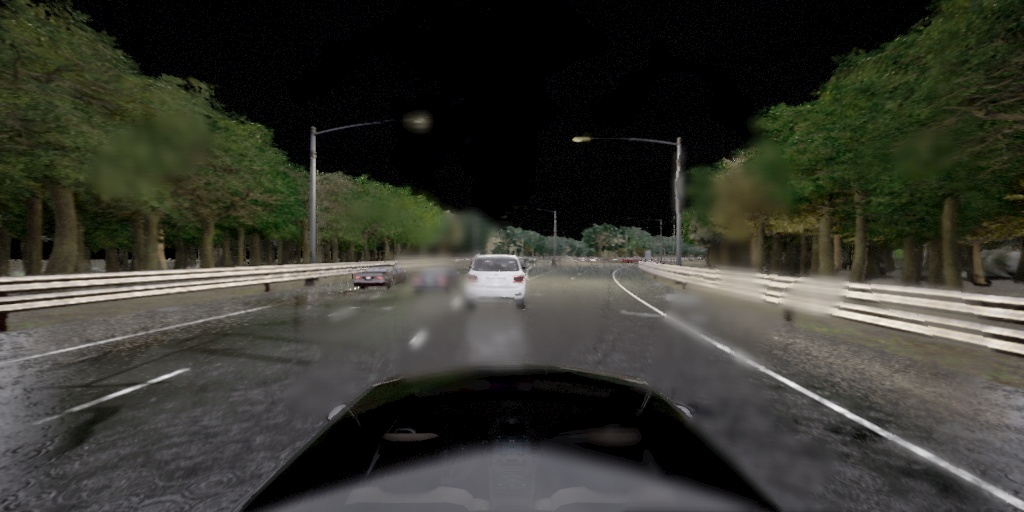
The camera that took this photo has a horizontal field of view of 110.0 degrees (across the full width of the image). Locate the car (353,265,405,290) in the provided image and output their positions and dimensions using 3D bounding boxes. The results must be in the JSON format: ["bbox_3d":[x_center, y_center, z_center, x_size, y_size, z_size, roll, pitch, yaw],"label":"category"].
[{"bbox_3d":[-7.634,1.238,21.732,2.033,1.411,5.357,0,0,1],"label":"car"}]

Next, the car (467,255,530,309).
[{"bbox_3d":[-0.564,0.964,14.991,2.150,2.045,5.566,0,0,0],"label":"car"}]

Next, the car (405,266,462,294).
[{"bbox_3d":[-3.966,1.268,19.823,2.033,1.411,5.357,0,0,0],"label":"car"}]
